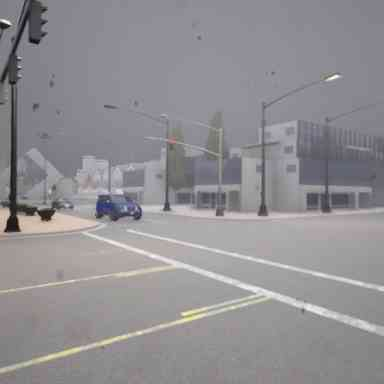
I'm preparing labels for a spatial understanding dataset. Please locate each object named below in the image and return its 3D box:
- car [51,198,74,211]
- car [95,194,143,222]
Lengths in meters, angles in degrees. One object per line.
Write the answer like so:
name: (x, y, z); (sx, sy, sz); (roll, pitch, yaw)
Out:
car: (-16.218, 1.498, 41.493); (2.128, 1.511, 4.902); (1, 0, -35)
car: (-6.026, 1.217, 26.855); (2.150, 2.045, 5.566); (1, 0, -35)
